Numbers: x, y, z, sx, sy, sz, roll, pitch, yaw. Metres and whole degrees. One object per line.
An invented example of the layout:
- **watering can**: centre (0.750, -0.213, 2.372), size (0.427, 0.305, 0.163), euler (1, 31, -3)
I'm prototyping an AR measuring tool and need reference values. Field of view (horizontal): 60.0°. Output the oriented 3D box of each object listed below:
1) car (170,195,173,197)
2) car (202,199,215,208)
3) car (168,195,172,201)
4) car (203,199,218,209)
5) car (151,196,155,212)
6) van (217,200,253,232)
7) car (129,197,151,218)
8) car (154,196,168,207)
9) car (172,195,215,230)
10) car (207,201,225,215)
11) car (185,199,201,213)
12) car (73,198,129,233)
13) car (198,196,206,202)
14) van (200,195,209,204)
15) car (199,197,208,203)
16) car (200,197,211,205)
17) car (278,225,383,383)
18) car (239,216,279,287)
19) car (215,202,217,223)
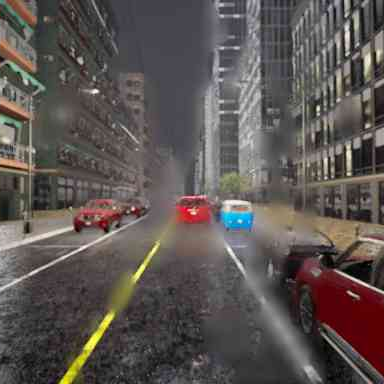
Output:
- **car**: centre (-5.706, 1.686, 89.125), size (2.192, 1.841, 5.009), euler (1, 0, 0)
- **car**: centre (2.650, 1.805, 54.815), size (1.947, 1.339, 4.313), euler (1, 0, 0)
- **car**: centre (-5.702, 1.850, 66.332), size (1.947, 1.339, 4.313), euler (1, 0, 0)
- **car**: centre (2.652, 1.783, 49.117), size (1.947, 1.339, 4.313), euler (1, 0, 0)
- **car**: centre (-5.688, 1.612, 37.843), size (1.967, 1.590, 4.097), euler (1, 0, 0)
- **van**: centre (2.711, 1.438, 20.629), size (1.690, 1.788, 3.998), euler (1, 0, 0)
- **car**: centre (-5.683, 1.463, 32.143), size (2.192, 1.841, 5.009), euler (1, 0, 0)
- **car**: centre (-5.692, 1.556, 54.937), size (2.192, 1.841, 5.009), euler (1, 0, 0)
- **car**: centre (0.092, 1.324, 21.878), size (2.150, 2.045, 5.566), euler (0, 0, 0)
- **car**: centre (2.656, 1.753, 37.721), size (1.802, 1.307, 4.206), euler (1, 0, 0)
- **car**: centre (0.084, 1.688, 40.996), size (1.837, 1.490, 4.892), euler (0, -1, 0)
- **car**: centre (-5.678, 1.413, 20.747), size (2.192, 1.841, 5.009), euler (1, 0, 0)
- **car**: centre (2.638, 1.810, 89.002), size (1.967, 1.590, 4.097), euler (1, 0, 0)
- **van**: centre (2.647, 1.646, 71.909), size (1.690, 1.788, 3.998), euler (1, 0, 0)
- **car**: centre (2.640, 1.892, 77.606), size (1.947, 1.339, 4.313), euler (1, 0, 0)
- **car**: centre (2.645, 1.828, 66.211), size (1.887, 1.381, 4.507), euler (1, 0, 0)
- **car**: centre (2.708, 1.333, 3.536), size (2.192, 1.841, 5.009), euler (1, 0, 0)
- **car**: centre (2.701, 1.595, 9.232), size (2.008, 1.369, 4.403), euler (1, 0, 0)
- **car**: centre (2.671, 1.688, 26.326), size (1.947, 1.339, 4.313), euler (1, 0, 0)
